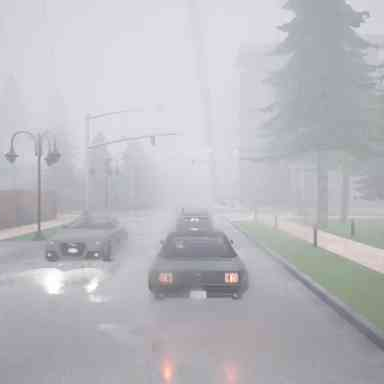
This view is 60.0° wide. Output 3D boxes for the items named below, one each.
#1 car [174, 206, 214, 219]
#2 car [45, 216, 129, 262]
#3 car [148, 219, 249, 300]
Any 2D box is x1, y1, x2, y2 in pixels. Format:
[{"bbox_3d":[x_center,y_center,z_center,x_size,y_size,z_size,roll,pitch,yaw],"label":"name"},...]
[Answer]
[{"bbox_3d":[0.130,1.505,17.603,1.837,1.490,4.892,0,0,0],"label":"car"},{"bbox_3d":[-3.553,1.564,11.931,1.994,1.385,4.181,0,0,0],"label":"car"},{"bbox_3d":[0.118,1.601,8.341,1.895,1.301,4.718,0,0,0],"label":"car"}]
